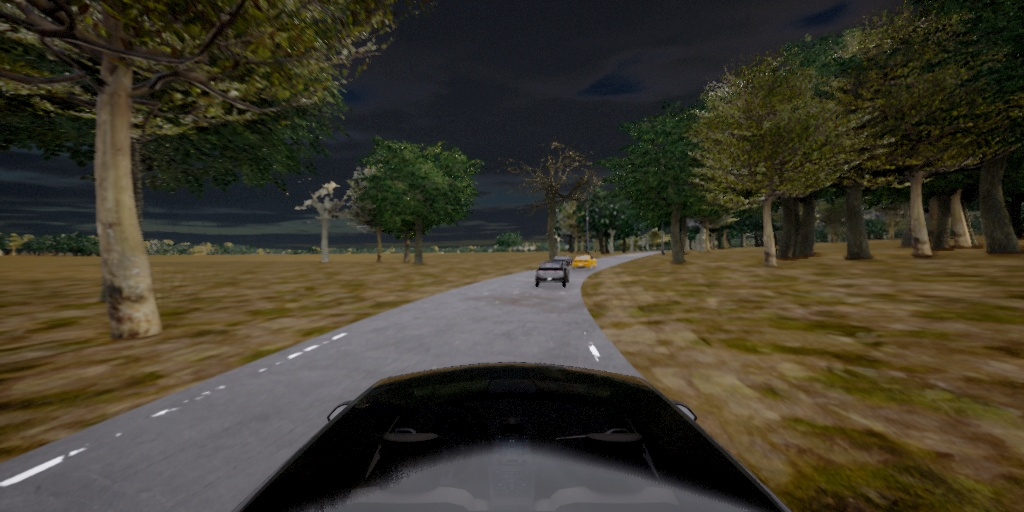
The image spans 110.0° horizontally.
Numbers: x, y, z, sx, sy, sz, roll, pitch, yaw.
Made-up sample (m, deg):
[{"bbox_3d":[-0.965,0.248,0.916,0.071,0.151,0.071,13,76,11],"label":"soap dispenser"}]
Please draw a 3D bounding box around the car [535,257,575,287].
[{"bbox_3d":[2.595,1.041,22.453,2.128,1.511,4.902,0,1,12],"label":"car"}]

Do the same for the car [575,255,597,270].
[{"bbox_3d":[7.987,0.644,39.047,1.882,1.535,5.008,0,2,23],"label":"car"}]
